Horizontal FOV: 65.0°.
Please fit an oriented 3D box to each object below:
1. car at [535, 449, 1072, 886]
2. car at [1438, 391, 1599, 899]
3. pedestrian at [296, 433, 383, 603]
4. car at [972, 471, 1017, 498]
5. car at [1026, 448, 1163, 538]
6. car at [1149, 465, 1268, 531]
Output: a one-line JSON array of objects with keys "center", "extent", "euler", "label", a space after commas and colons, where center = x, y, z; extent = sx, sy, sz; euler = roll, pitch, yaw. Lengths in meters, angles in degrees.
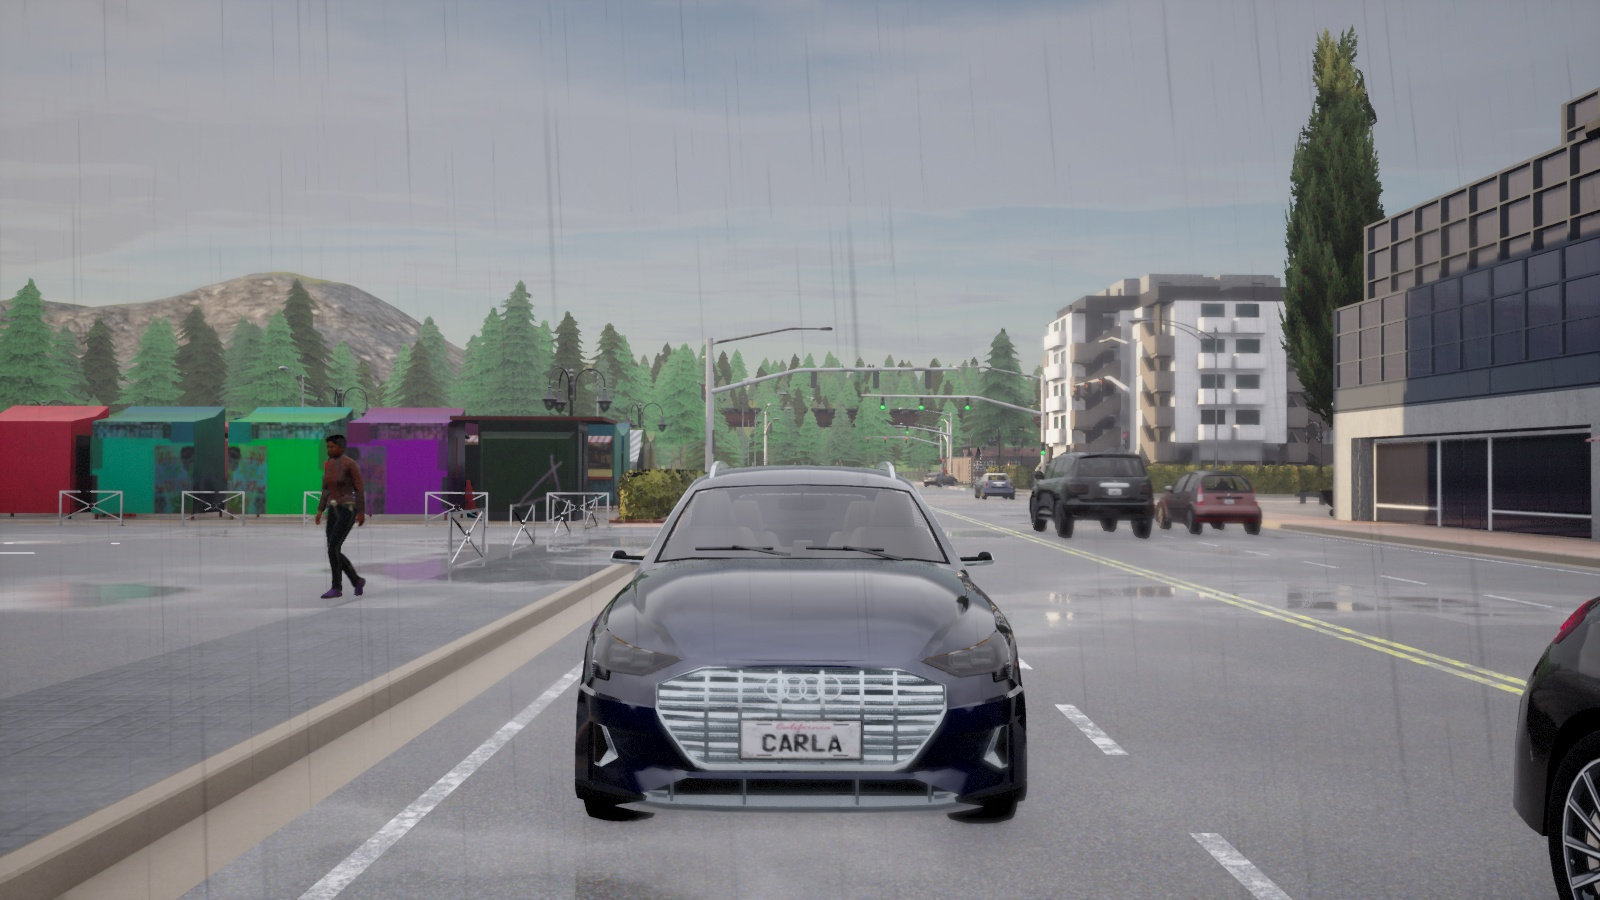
[{"center": [0.019, 0.865, 7.197], "extent": [2.033, 1.649, 4.856], "euler": [0, -1, 0], "label": "car"}, {"center": [3.494, 0.617, 2.241], "extent": [2.152, 1.651, 5.027], "euler": [0, -1, 0], "label": "car"}, {"center": [-5.035, 0.724, 13.769], "extent": [0.328, 1.805, 0.869], "euler": [-1, -1, 33], "label": "pedestrian"}, {"center": [11.040, 1.932, 71.436], "extent": [1.970, 1.475, 3.806], "euler": [0, -1, 0], "label": "car"}, {"center": [7.214, 1.030, 31.384], "extent": [2.150, 2.045, 5.566], "euler": [0, -1, 0], "label": "car"}, {"center": [10.730, 1.227, 33.266], "extent": [1.851, 1.617, 3.988], "euler": [0, -1, 0], "label": "car"}]
